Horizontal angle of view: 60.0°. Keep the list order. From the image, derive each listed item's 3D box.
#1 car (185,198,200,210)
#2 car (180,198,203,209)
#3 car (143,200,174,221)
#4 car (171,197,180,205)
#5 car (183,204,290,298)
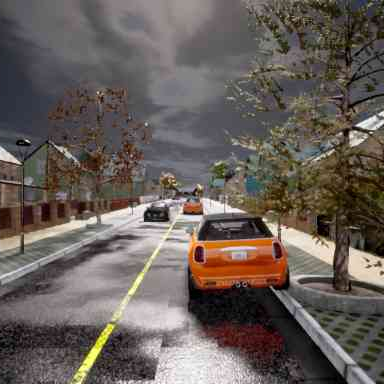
[{"bbox_3d":[0.097,1.636,45.940,2.033,1.411,5.357,0,0,1],"label":"car"},{"bbox_3d":[0.132,1.414,36.159,2.097,1.767,4.553,0,0,0],"label":"car"},{"bbox_3d":[-2.805,1.606,27.305,1.994,1.385,4.181,0,0,0],"label":"car"},{"bbox_3d":[-2.658,1.645,55.335,1.812,1.442,4.674,0,0,0],"label":"car"},{"bbox_3d":[0.936,1.311,8.727,2.097,1.767,4.553,-3,-1,0],"label":"car"}]
